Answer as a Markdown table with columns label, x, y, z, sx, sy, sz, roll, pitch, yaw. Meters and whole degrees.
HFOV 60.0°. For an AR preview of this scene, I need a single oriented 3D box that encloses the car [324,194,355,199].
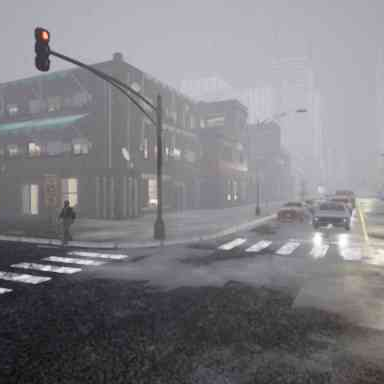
| label | x | y | z | sx | sy | sz | roll | pitch | yaw |
| --- | --- | --- | --- | --- | --- | --- | --- | --- | --- |
| car | 12.393 | 1.158 | 27.800 | 1.812 | 1.442 | 4.674 | 0 | 1 | 26 |

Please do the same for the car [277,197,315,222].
| label | x | y | z | sx | sy | sz | roll | pitch | yaw |
| --- | --- | --- | --- | --- | --- | --- | --- | --- | --- |
| car | 7.139 | 1.239 | 23.242 | 1.887 | 1.381 | 4.507 | 0 | 1 | 26 |

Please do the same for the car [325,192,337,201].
| label | x | y | z | sx | sy | sz | roll | pitch | yaw |
| --- | --- | --- | --- | --- | --- | --- | --- | --- | --- |
| car | 24.173 | 0.790 | 57.769 | 1.752 | 1.417 | 4.829 | 0 | 1 | 26 |

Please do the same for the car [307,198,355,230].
| label | x | y | z | sx | sy | sz | roll | pitch | yaw |
| --- | --- | --- | --- | --- | --- | --- | --- | --- | --- |
| car | 8.213 | 1.289 | 19.332 | 2.033 | 1.411 | 5.357 | 0 | 1 | 26 |

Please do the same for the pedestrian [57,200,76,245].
| label | x | y | z | sx | sy | sz | roll | pitch | yaw |
| --- | --- | --- | --- | --- | --- | --- | --- | --- | --- |
| pedestrian | -5.101 | 1.225 | 13.576 | 0.375 | 1.860 | 0.375 | 0 | 1 | 26 |

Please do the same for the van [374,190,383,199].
| label | x | y | z | sx | sy | sz | roll | pitch | yaw |
| --- | --- | --- | --- | --- | --- | --- | --- | --- | --- |
| van | 36.639 | 0.527 | 64.152 | 1.690 | 1.788 | 3.998 | 0 | 1 | 26 |

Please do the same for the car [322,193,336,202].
| label | x | y | z | sx | sy | sz | roll | pitch | yaw |
| --- | --- | --- | --- | --- | --- | --- | --- | --- | --- |
| car | 21.815 | 0.904 | 52.962 | 1.802 | 1.307 | 4.206 | 0 | 1 | 26 |

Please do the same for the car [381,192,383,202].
| label | x | y | z | sx | sy | sz | roll | pitch | yaw |
| --- | --- | --- | --- | --- | --- | --- | --- | --- | --- |
| car | 26.906 | 0.971 | 44.312 | 2.008 | 1.369 | 4.403 | 0 | 1 | 26 |

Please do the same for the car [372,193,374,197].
| label | x | y | z | sx | sy | sz | roll | pitch | yaw |
| --- | --- | --- | --- | --- | --- | --- | --- | --- | --- |
| car | 39.146 | 0.653 | 69.266 | 1.752 | 1.417 | 4.829 | 0 | 1 | 26 |

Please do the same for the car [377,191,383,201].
| label | x | y | z | sx | sy | sz | roll | pitch | yaw |
| --- | --- | --- | --- | --- | --- | --- | --- | --- | --- |
| car | 31.772 | 0.883 | 54.233 | 1.802 | 1.307 | 4.206 | 0 | 1 | 26 |

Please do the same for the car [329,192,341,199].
| label | x | y | z | sx | sy | sz | roll | pitch | yaw |
| --- | --- | --- | --- | --- | --- | --- | --- | --- | --- |
| car | 29.115 | 0.698 | 67.844 | 2.008 | 1.369 | 4.403 | 0 | 1 | 26 |

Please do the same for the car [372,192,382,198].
| label | x | y | z | sx | sy | sz | roll | pitch | yaw |
| --- | --- | --- | --- | --- | --- | --- | --- | --- | --- |
| car | 43.938 | 0.582 | 79.036 | 1.947 | 1.339 | 4.313 | 0 | 1 | 26 |

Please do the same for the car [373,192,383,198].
| label | x | y | z | sx | sy | sz | roll | pitch | yaw |
| --- | --- | --- | --- | --- | --- | --- | --- | --- | --- |
| car | 41.505 | 0.655 | 74.074 | 1.802 | 1.307 | 4.206 | 0 | 1 | 26 |

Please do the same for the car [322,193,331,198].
| label | x | y | z | sx | sy | sz | roll | pitch | yaw |
| --- | --- | --- | --- | --- | --- | --- | --- | --- | --- |
| car | 14.441 | 1.032 | 37.928 | 1.752 | 1.417 | 4.829 | 0 | 1 | 26 |

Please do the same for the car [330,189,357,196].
| label | x | y | z | sx | sy | sz | roll | pitch | yaw |
| --- | --- | --- | --- | --- | --- | --- | --- | --- | --- |
| car | 17.124 | 0.734 | 37.287 | 2.150 | 2.045 | 5.566 | 0 | 1 | 26 |

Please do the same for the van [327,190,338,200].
| label | x | y | z | sx | sy | sz | roll | pitch | yaw |
| --- | --- | --- | --- | --- | --- | --- | --- | --- | --- |
| van | 26.681 | 0.546 | 62.880 | 1.690 | 1.788 | 3.998 | 0 | 1 | 26 |

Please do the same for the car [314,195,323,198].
| label | x | y | z | sx | sy | sz | roll | pitch | yaw |
| --- | --- | --- | --- | --- | --- | --- | --- | --- | --- |
| car | 9.650 | 1.197 | 28.161 | 1.947 | 1.339 | 4.313 | 0 | 1 | 26 |
